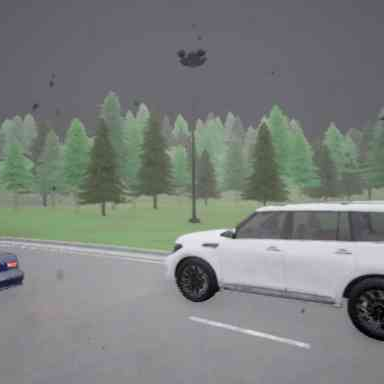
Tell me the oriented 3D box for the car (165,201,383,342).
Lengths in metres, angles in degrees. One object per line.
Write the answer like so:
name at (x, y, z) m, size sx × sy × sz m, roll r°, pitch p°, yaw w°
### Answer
car at (2.081, 1.210, 6.666) m, size 5.566 × 2.045 × 2.150 m, roll -1°, pitch -1°, yaw 33°

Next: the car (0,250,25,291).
car at (-6.252, 1.625, 7.711) m, size 5.357 × 1.411 × 2.033 m, roll -1°, pitch 0°, yaw 29°
